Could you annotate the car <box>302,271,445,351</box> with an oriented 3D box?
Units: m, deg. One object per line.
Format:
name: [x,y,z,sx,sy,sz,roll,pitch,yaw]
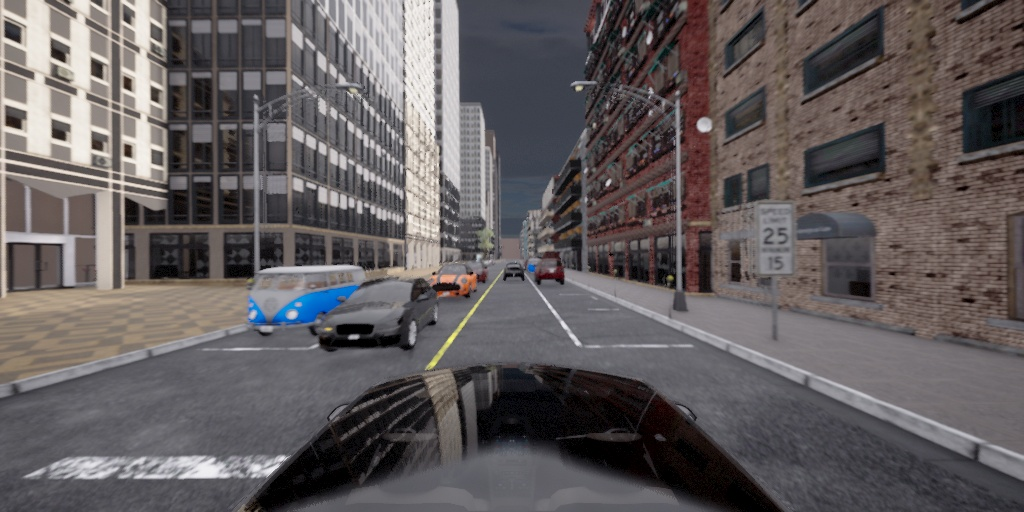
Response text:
car: [-3.113,1.308,9.290,1.837,1.490,4.892,0,0,-2]

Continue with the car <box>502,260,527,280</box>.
car: [0.167,1.371,32.536,1.837,1.490,4.892,0,0,0]

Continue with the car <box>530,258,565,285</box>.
car: [2.750,1.138,27.035,2.192,1.841,5.009,0,0,0]

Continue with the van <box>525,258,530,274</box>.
van: [2.792,1.230,43.687,1.690,1.789,3.998,0,0,0]

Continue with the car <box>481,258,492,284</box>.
car: [-3.019,1.232,28.810,2.097,1.767,4.553,0,0,0]

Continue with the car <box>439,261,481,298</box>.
car: [-3.053,1.193,19.013,2.097,1.767,4.553,0,0,0]

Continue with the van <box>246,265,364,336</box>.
van: [-5.673,1.170,10.402,1.690,1.789,3.998,0,0,0]
